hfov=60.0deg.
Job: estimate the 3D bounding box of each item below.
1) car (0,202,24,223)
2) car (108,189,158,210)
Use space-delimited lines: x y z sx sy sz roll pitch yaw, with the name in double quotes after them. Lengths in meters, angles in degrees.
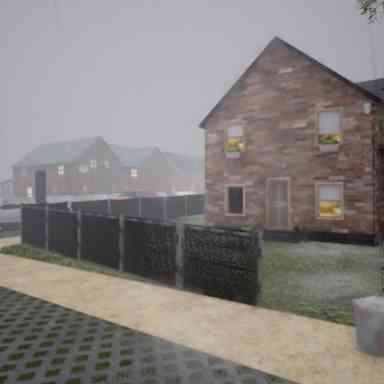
-11.863 1.383 20.869 1.812 1.442 4.674 0 1 36 "car"
-5.363 0.794 30.575 2.150 2.045 5.566 0 2 34 "car"
